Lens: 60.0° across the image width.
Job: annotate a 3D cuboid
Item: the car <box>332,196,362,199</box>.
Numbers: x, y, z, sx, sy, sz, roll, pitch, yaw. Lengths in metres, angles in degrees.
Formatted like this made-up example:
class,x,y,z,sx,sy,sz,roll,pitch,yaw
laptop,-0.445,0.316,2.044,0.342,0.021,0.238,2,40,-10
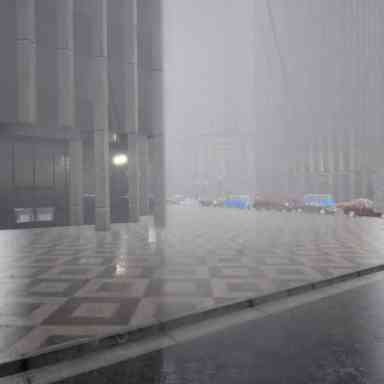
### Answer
class,x,y,z,sx,sy,sz,roll,pitch,yaw
car,19.234,1.384,38.492,1.752,1.417,4.829,-1,1,-35

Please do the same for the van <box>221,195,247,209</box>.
class,x,y,z,sx,sy,sz,roll,pitch,yaw
van,5.963,1.293,42.405,1.690,1.788,3.998,-1,1,-35

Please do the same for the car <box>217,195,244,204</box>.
class,x,y,z,sx,sy,sz,roll,pitch,yaw
car,6.404,1.295,56.485,1.752,1.417,4.829,-1,1,-35

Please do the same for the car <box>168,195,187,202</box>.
class,x,y,z,sx,sy,sz,roll,pitch,yaw
car,-3.121,1.256,69.842,2.008,1.369,4.403,-1,1,-35

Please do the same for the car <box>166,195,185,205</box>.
class,x,y,z,sx,sy,sz,roll,pitch,yaw
car,-3.664,1.438,55.899,2.008,1.369,4.403,-1,1,-35

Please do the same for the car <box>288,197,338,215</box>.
class,x,y,z,sx,sy,sz,roll,pitch,yaw
car,12.385,1.548,33.412,2.008,1.369,4.403,-1,1,-35

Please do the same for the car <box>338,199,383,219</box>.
class,x,y,z,sx,sy,sz,roll,pitch,yaw
car,15.594,1.566,28.914,1.887,1.381,4.507,-1,1,-35

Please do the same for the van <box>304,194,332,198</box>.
class,x,y,z,sx,sy,sz,roll,pitch,yaw
van,16.124,1.178,42.849,1.690,1.788,3.998,-1,1,-35

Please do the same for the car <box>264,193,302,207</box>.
class,x,y,z,sx,sy,sz,roll,pitch,yaw
car,12.916,1.129,47.348,2.192,1.841,5.009,-1,1,-35

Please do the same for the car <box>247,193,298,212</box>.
class,x,y,z,sx,sy,sz,roll,pitch,yaw
car,9.173,1.290,37.907,2.192,1.841,5.009,-1,1,-35

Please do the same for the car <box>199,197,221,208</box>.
class,x,y,z,sx,sy,sz,roll,pitch,yaw
car,2.755,1.370,46.903,1.967,1.590,4.097,-1,1,-35
